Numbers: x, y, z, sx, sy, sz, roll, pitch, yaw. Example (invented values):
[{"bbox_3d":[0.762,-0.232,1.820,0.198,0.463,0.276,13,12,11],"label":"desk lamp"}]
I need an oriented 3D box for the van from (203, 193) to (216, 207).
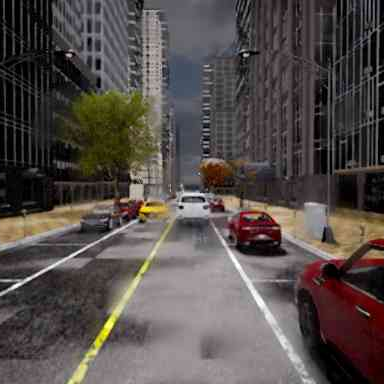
[{"bbox_3d":[2.526,1.108,48.216,1.690,1.788,3.998,-1,0,0],"label":"van"}]

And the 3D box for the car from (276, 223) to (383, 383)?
[{"bbox_3d":[2.550,1.300,3.026,2.192,1.841,5.009,-1,0,0],"label":"car"}]

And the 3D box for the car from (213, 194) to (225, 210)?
[{"bbox_3d":[2.534,1.261,36.919,1.967,1.590,4.097,-1,0,0],"label":"car"}]

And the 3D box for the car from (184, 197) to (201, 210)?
[{"bbox_3d":[0.079,1.346,41.497,2.033,1.411,5.357,0,0,0],"label":"car"}]

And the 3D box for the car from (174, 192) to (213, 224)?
[{"bbox_3d":[0.088,1.109,23.538,2.150,2.045,5.566,0,1,0],"label":"car"}]

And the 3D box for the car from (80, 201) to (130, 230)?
[{"bbox_3d":[-5.336,1.453,19.938,2.008,1.369,4.403,-1,0,0],"label":"car"}]

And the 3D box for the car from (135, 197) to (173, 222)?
[{"bbox_3d":[-2.770,1.355,25.233,1.882,1.535,5.008,0,0,0],"label":"car"}]

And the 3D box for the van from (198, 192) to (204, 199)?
[{"bbox_3d":[2.502,0.891,93.406,1.690,1.788,3.998,-1,0,0],"label":"van"}]

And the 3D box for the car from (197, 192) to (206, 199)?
[{"bbox_3d":[2.505,0.892,87.757,2.192,1.841,5.009,-1,0,0],"label":"car"}]

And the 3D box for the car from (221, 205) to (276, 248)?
[{"bbox_3d":[2.547,1.475,14.325,1.887,1.381,4.507,-1,0,0],"label":"car"}]

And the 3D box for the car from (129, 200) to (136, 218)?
[{"bbox_3d":[-5.338,1.457,25.586,1.802,1.307,4.206,-1,0,0],"label":"car"}]

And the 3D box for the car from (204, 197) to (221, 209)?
[{"bbox_3d":[2.532,1.339,42.568,1.887,1.381,4.507,-1,0,0],"label":"car"}]

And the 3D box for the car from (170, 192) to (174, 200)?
[{"bbox_3d":[-5.362,1.224,70.776,1.947,1.339,4.313,-1,0,0],"label":"car"}]

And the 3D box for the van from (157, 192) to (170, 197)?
[{"bbox_3d":[-5.360,1.054,59.477,1.690,1.788,3.998,-1,0,0],"label":"van"}]

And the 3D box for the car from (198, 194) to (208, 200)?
[{"bbox_3d":[2.514,1.183,76.461,2.008,1.369,4.403,-1,0,0],"label":"car"}]

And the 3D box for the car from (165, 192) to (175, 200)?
[{"bbox_3d":[-5.372,0.919,82.072,2.192,1.841,5.009,-1,0,0],"label":"car"}]

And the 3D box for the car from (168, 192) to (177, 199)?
[{"bbox_3d":[-5.378,0.864,93.369,2.192,1.841,5.009,-1,0,0],"label":"car"}]

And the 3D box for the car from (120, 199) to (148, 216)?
[{"bbox_3d":[-5.342,1.392,31.235,1.887,1.381,4.507,-1,0,0],"label":"car"}]
